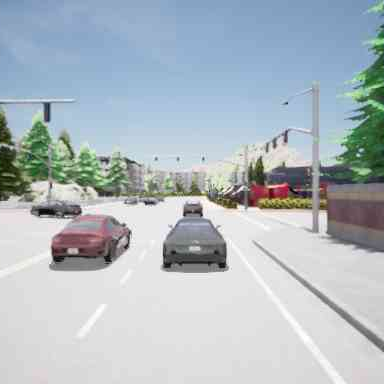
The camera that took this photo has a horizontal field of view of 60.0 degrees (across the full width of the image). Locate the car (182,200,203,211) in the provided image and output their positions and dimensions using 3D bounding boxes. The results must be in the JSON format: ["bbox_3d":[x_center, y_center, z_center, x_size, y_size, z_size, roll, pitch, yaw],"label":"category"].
[{"bbox_3d":[0.091,1.508,32.424,2.128,1.511,4.902,0,0,0],"label":"car"}]

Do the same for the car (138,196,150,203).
[{"bbox_3d":[-10.512,1.672,73.313,1.895,1.301,4.718,0,0,0],"label":"car"}]

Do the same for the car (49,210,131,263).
[{"bbox_3d":[-3.411,1.538,11.845,1.812,1.442,4.674,0,0,0],"label":"car"}]

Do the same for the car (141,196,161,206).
[{"bbox_3d":[-7.062,1.661,57.275,1.895,1.301,4.718,0,0,1],"label":"car"}]

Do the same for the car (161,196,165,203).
[{"bbox_3d":[-7.012,1.576,72.966,1.837,1.490,4.892,0,0,0],"label":"car"}]

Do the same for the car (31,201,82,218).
[{"bbox_3d":[-11.907,1.495,29.085,4.902,1.511,2.128,0,-1,26],"label":"car"}]

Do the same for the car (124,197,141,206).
[{"bbox_3d":[-10.560,1.552,57.749,2.128,1.511,4.902,0,0,1],"label":"car"}]

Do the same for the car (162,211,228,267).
[{"bbox_3d":[0.086,1.576,11.436,1.994,1.385,4.181,0,0,0],"label":"car"}]
